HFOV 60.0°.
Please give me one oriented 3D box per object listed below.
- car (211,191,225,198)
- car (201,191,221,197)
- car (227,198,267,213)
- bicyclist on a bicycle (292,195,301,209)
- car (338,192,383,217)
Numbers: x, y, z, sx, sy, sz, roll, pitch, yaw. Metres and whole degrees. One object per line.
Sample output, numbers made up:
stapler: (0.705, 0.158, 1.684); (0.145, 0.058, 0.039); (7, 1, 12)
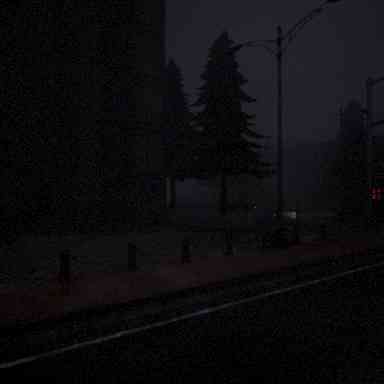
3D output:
car: (7.389, 0.651, 94.532); (1.905, 1.878, 3.866); (-1, 0, -37)
car: (5.299, 0.692, 92.472); (1.932, 1.855, 4.605); (-1, 0, -37)
car: (5.216, 1.373, 32.675); (1.812, 1.442, 4.674); (-1, 0, -37)
bicyclist on a bicycle: (11.555, 1.094, 36.662); (1.656, 1.620, 0.582); (-1, 1, -37)
car: (14.626, 1.040, 26.420); (2.150, 2.045, 5.566); (0, 0, -37)
